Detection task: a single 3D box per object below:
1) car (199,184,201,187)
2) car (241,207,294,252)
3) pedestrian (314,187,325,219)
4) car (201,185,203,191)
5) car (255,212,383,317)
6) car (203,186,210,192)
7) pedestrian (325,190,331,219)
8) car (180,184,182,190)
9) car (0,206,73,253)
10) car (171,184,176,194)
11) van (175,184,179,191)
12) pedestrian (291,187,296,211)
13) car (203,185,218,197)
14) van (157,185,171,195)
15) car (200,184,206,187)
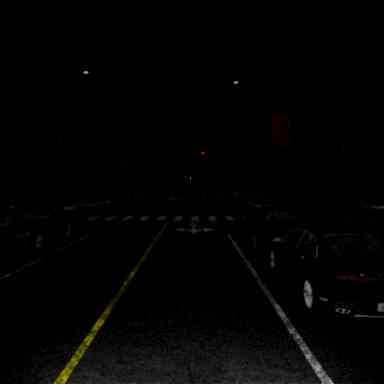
[{"bbox_3d":[3.783,-1.126,92.649,1.967,1.590,4.097,0,2,1],"label":"car"},{"bbox_3d":[2.824,1.213,11.914,2.008,1.369,4.403,0,2,0],"label":"car"},{"bbox_3d":[7.233,0.636,19.151,0.375,1.860,0.375,0,1,0],"label":"pedestrian"},{"bbox_3d":[3.390,-0.259,65.100,2.008,1.369,4.403,0,2,1],"label":"car"},{"bbox_3d":[2.798,1.352,6.923,2.008,1.369,4.403,0,2,0],"label":"car"},{"bbox_3d":[3.707,-0.894,87.311,1.752,1.417,4.829,0,2,1],"label":"car"},{"bbox_3d":[7.823,0.661,19.749,0.375,1.860,0.375,0,1,0],"label":"pedestrian"},{"bbox_3d":[-4.741,-1.252,92.762,2.192,1.841,5.009,0,2,1],"label":"car"},{"bbox_3d":[-5.701,1.214,11.961,2.008,1.369,4.403,0,2,0],"label":"car"},{"bbox_3d":[-5.056,-0.396,70.729,1.947,1.339,4.313,0,2,1],"label":"car"},{"bbox_3d":[-4.898,-0.923,81.743,1.690,1.788,3.998,0,2,1],"label":"van"},{"bbox_3d":[6.239,0.567,20.355,0.375,1.860,0.375,0,1,0],"label":"pedestrian"},{"bbox_3d":[3.232,0.045,54.079,2.008,1.369,4.403,0,2,1],"label":"car"},{"bbox_3d":[-5.213,-0.317,59.703,1.690,1.788,3.998,0,2,1],"label":"van"},{"bbox_3d":[3.469,-0.646,70.603,2.192,1.841,5.009,0,2,1],"label":"car"}]
